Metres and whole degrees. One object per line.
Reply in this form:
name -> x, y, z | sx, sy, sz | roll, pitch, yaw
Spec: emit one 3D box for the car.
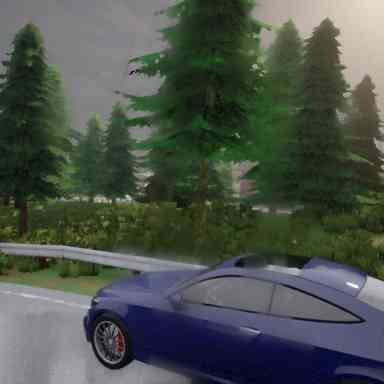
car -> 0.762, 1.499, 4.094 | 4.674, 1.442, 1.812 | 1, 1, 31
